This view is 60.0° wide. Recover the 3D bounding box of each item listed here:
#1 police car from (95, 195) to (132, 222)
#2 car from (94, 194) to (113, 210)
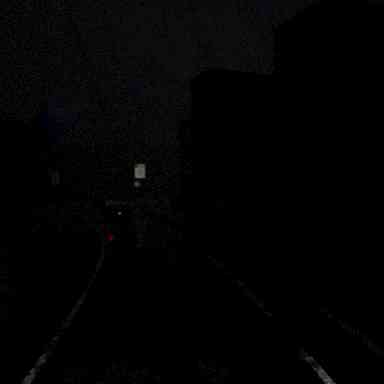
[{"bbox_3d":[-5.895,1.276,25.245,1.930,1.638,5.238,-2,1,-21],"label":"police car"},{"bbox_3d":[-10.712,1.192,40.656,2.097,1.767,4.553,-1,0,-13],"label":"car"}]
